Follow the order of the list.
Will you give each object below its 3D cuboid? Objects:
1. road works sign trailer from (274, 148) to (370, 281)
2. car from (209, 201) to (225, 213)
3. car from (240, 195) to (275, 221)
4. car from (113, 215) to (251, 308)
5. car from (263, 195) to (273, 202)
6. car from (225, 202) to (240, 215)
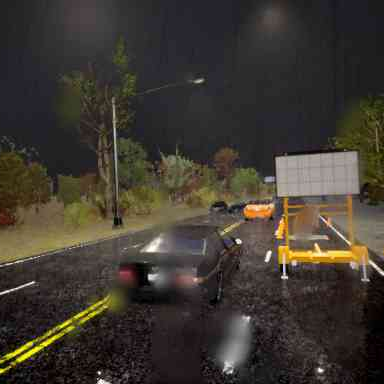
[{"bbox_3d":[3.822,0.537,10.164,2.380,3.560,2.880,-3,-1,17],"label":"road works sign trailer"},{"bbox_3d":[3.628,1.953,43.417,1.812,1.442,4.674,-3,-1,17],"label":"car"},{"bbox_3d":[5.422,1.419,26.392,2.097,1.767,4.553,-3,-4,17],"label":"car"},{"bbox_3d":[0.066,1.545,8.225,2.033,1.411,5.357,0,0,16],"label":"car"},{"bbox_3d":[17.692,1.458,77.608,1.882,1.535,5.008,-3,-1,17],"label":"car"},{"bbox_3d":[5.449,1.862,38.301,1.994,1.385,4.181,-3,-1,17],"label":"car"}]
